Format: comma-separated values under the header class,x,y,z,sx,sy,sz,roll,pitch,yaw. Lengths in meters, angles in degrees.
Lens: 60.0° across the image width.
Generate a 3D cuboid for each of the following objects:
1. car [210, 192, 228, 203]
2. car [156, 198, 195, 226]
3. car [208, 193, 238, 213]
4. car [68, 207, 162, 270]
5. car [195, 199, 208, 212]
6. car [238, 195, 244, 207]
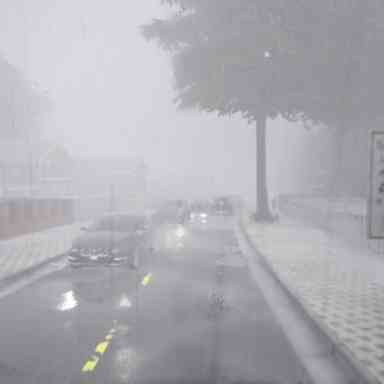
class,x,y,z,sx,sy,sz,roll,pitch,yaw
car,4.319,0.862,51.550,1.882,1.535,5.008,1,1,15
car,-1.297,1.247,22.727,2.097,1.767,4.553,0,0,7
car,3.342,1.215,34.893,2.097,1.767,4.553,1,0,12
car,-2.373,1.450,10.971,1.837,1.490,4.892,0,0,4
car,0.841,1.432,36.486,1.895,1.301,4.718,1,0,11
car,6.089,1.145,47.186,2.097,1.767,4.553,1,1,15
